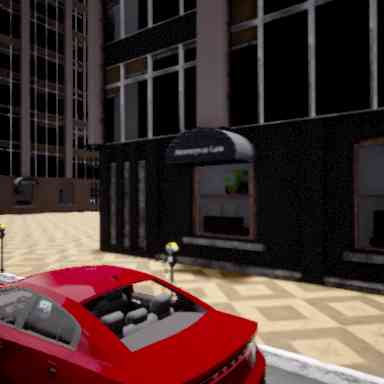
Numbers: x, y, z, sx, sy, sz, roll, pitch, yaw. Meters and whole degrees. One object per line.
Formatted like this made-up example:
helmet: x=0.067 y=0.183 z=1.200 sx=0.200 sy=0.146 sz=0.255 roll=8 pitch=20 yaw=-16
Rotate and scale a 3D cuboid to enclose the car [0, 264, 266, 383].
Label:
car: x=-1.416 y=1.551 z=3.882 sx=4.507 sy=1.381 sz=1.887 roll=0 pitch=0 yaw=35
